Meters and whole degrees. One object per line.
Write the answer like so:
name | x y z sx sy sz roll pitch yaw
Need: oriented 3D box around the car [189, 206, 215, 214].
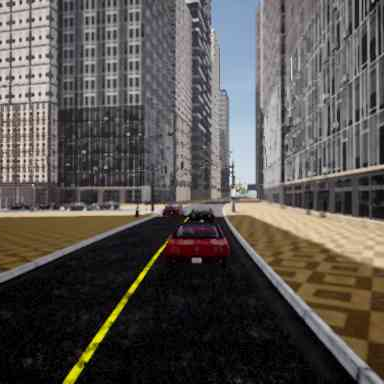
car | 0.864 1.808 26.689 1.895 1.301 4.718 0 0 4

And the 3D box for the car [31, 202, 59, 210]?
car | -25.105 2.488 58.115 4.313 1.339 1.947 -1 0 13

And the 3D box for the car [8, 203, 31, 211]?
car | -30.588 2.595 59.364 4.313 1.339 1.947 -1 0 13

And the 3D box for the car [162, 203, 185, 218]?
car | -1.774 1.820 33.704 1.994 1.385 4.181 0 -1 4

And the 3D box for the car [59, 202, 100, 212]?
car | -15.999 2.162 47.446 4.403 1.369 2.008 -1 0 13

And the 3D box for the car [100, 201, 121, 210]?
car | -14.137 2.260 55.616 4.403 1.369 2.008 -1 0 13

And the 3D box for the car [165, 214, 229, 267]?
car | 0.231 1.696 11.753 1.895 1.301 4.718 0 0 2
